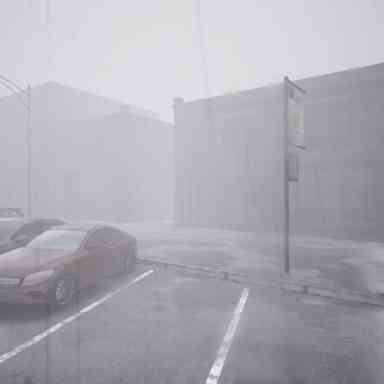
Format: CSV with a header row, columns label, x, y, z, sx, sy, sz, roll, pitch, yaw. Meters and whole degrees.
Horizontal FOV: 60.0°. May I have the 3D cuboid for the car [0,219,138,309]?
label,x,y,z,sx,sy,sz,roll,pitch,yaw
car,-2.888,1.527,8.154,2.002,1.452,4.674,1,-1,16

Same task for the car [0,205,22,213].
label,x,y,z,sx,sy,sz,roll,pitch,yaw
car,-7.756,1.366,11.680,2.185,1.767,4.553,1,-1,16

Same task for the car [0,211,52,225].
label,x,y,z,sx,sy,sz,roll,pitch,yaw
car,-5.337,1.517,9.872,2.163,1.488,4.792,1,-1,16
